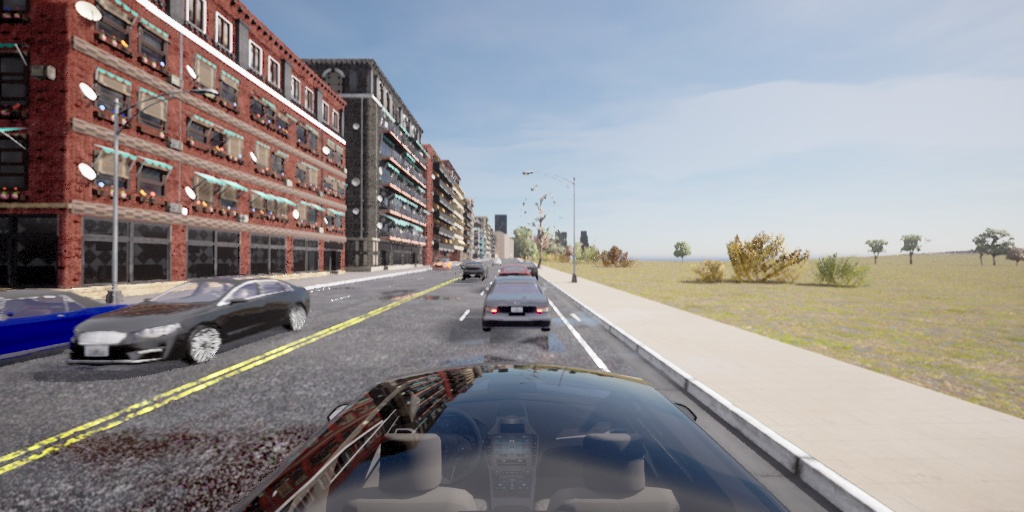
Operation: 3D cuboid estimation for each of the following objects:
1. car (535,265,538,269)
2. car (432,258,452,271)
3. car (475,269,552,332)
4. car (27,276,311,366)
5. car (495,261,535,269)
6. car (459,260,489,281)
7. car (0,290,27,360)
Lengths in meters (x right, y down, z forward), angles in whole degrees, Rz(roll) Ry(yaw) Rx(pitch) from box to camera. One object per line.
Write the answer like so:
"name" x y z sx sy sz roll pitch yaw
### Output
"car" 1.201 1.241 30.868 1.882 1.535 5.008 0 0 0
"car" -9.739 1.120 49.982 2.097 1.767 4.553 0 0 0
"car" 0.120 1.302 10.891 2.033 1.411 5.357 0 0 0
"car" -6.588 1.244 8.137 2.128 1.511 4.902 0 0 0
"car" 0.146 1.237 21.431 1.882 1.535 5.008 0 0 0
"car" -3.088 1.267 30.620 1.837 1.490 4.892 0 0 0
"car" -9.840 1.353 6.603 1.895 1.301 4.718 0 0 0
